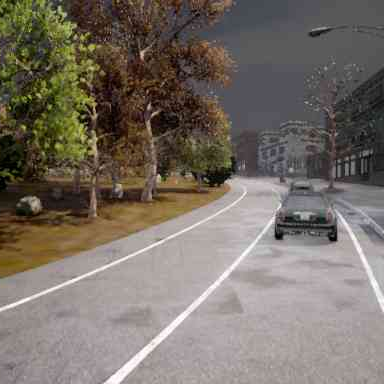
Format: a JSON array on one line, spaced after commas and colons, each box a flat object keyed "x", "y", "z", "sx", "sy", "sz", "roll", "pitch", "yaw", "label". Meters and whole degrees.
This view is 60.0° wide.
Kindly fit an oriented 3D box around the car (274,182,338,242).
[{"x": 4.541, "y": 0.714, "z": 13.194, "sx": 2.097, "sy": 1.767, "sz": 4.553, "roll": 0, "pitch": 4, "yaw": 20, "label": "car"}]

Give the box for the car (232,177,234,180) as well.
[{"x": 7.884, "y": -3.375, "z": 73.632, "sx": 1.994, "sy": 1.385, "sz": 4.181, "roll": 1, "pitch": 4, "yaw": -7, "label": "car"}]

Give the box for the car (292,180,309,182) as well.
[{"x": 9.039, "y": -0.207, "z": 27.770, "sx": 1.837, "sy": 1.490, "sz": 4.892, "roll": 0, "pitch": 4, "yaw": 14, "label": "car"}]
